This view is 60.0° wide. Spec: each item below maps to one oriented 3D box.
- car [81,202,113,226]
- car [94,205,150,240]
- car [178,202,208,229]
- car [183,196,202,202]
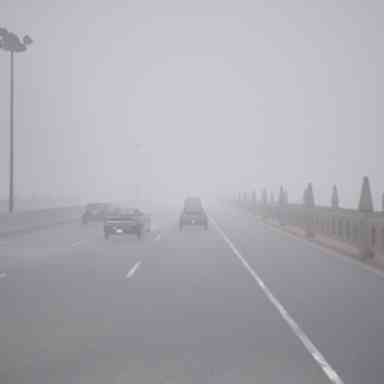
[{"bbox_3d":[-6.909,1.564,25.826,2.097,1.767,4.553,0,0,0],"label":"car"},{"bbox_3d":[-3.406,1.640,18.017,2.128,1.511,4.902,0,0,0],"label":"car"},{"bbox_3d":[0.092,1.679,23.013,2.128,1.511,4.902,0,-1,0],"label":"car"},{"bbox_3d":[0.083,1.557,41.040,2.150,2.045,5.566,0,-1,0],"label":"car"}]
